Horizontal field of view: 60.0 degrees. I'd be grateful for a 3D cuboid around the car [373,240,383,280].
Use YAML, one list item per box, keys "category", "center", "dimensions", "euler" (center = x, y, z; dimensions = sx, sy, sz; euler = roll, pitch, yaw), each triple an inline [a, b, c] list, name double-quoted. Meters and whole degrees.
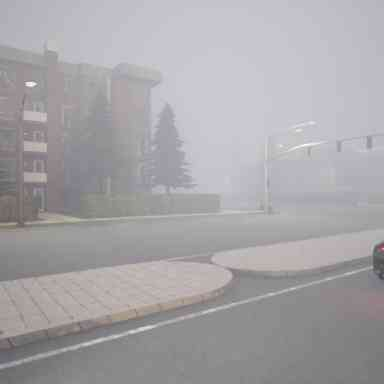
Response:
- category: "car"
  center: [6.526, 1.500, 8.565]
  dimensions: [4.892, 1.490, 1.837]
  euler: [0, 0, -36]
